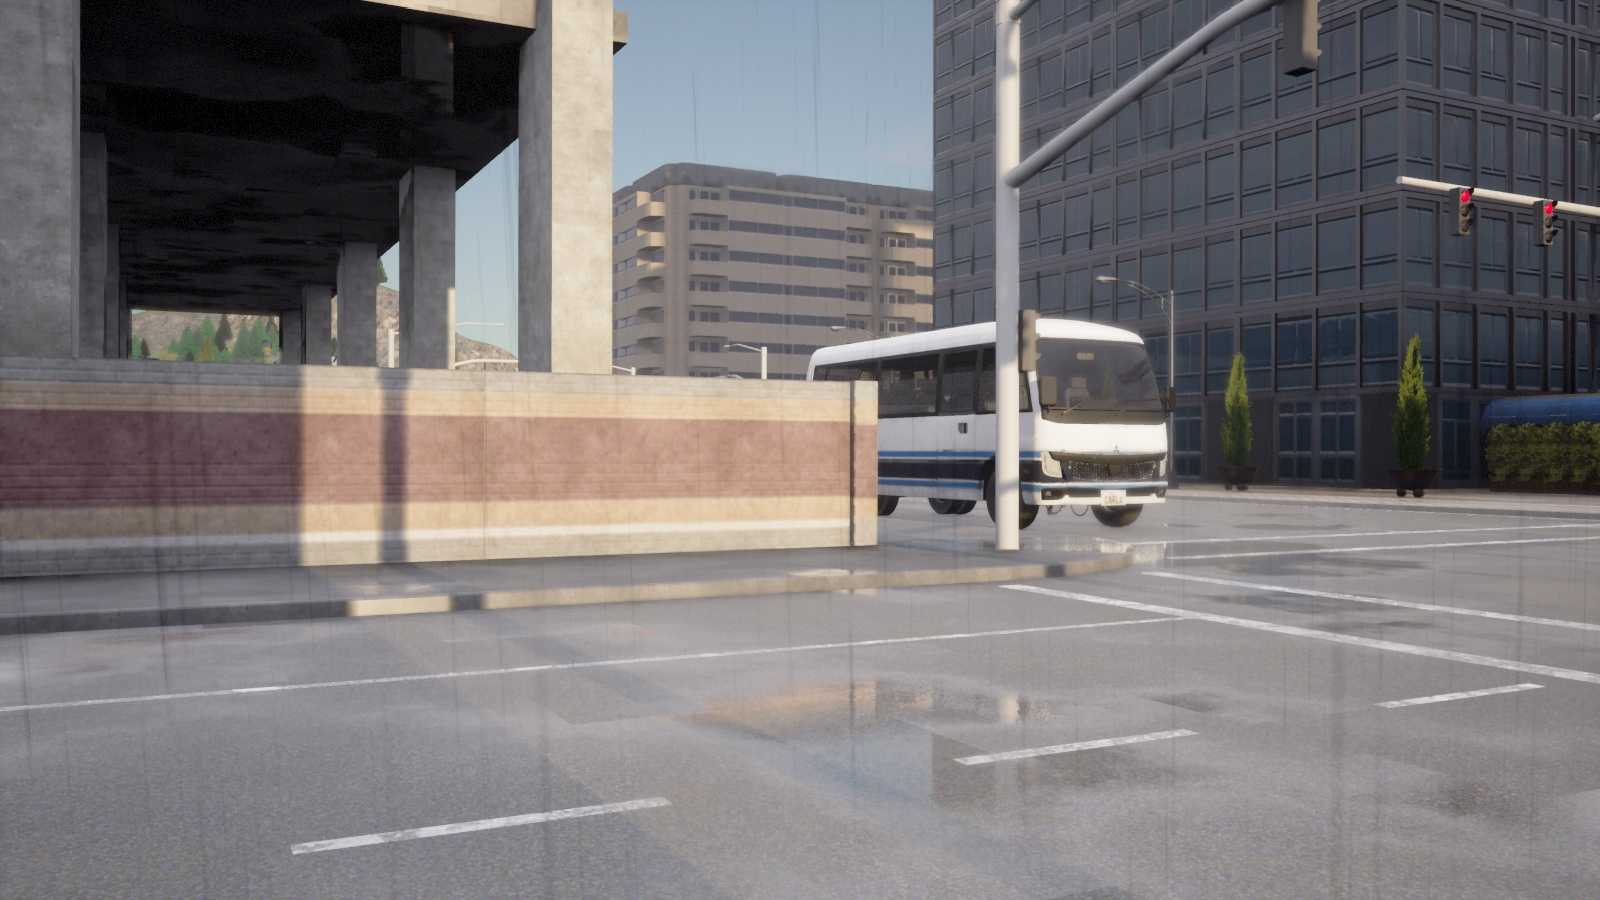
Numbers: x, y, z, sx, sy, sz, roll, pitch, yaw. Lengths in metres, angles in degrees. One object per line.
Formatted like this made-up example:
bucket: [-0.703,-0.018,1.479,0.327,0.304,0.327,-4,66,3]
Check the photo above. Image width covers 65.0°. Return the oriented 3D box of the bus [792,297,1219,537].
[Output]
bus: [3.924,-0.572,27.768,3.944,4.253,10.273,0,0,-27]
